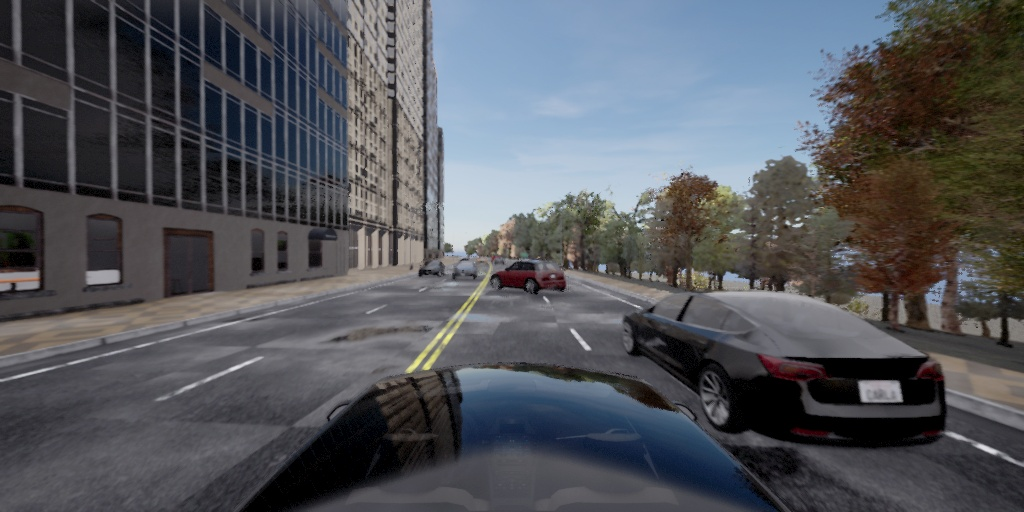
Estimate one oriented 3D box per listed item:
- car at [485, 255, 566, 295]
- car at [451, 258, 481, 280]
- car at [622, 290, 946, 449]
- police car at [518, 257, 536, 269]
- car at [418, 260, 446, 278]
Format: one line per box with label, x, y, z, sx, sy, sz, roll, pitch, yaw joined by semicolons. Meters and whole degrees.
car;0.769;1.013;19.475;2.097;1.767;4.553;0;0;-36
car;-3.781;1.140;29.531;1.812;1.442;4.674;0;0;-2
car;3.244;1.232;5.508;2.163;1.488;4.792;0;0;0
police car;2.005;0.922;49.792;1.930;1.638;5.238;0;0;-3
car;-7.115;1.110;32.240;1.837;1.490;4.892;0;0;-2
